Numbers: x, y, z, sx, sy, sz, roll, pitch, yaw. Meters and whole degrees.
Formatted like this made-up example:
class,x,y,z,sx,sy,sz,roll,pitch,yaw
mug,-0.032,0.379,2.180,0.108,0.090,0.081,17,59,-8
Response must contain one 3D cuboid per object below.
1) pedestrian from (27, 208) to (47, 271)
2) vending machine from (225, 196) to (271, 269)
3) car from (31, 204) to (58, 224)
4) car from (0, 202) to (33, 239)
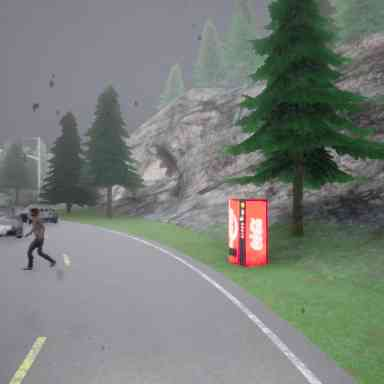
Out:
class,x,y,z,sx,sy,sz,roll,pitch,yaw
pedestrian,-4.419,1.295,9.491,0.375,1.860,0.375,0,0,-21
vending machine,1.724,1.195,10.326,1.100,2.100,0.880,0,0,-18
car,-11.242,1.564,24.143,1.994,1.385,4.181,0,0,-39
car,-9.716,1.489,16.543,2.128,1.511,4.902,0,0,-36
